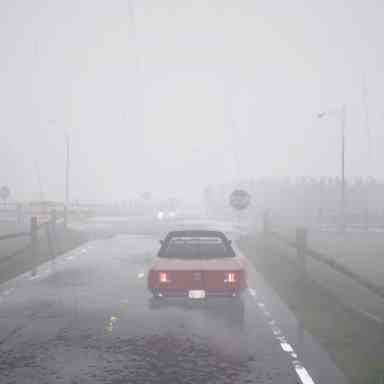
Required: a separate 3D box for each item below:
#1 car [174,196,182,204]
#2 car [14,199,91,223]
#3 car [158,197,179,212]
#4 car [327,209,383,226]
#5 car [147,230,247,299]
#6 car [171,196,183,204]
[{"bbox_3d":[-2.886,1.577,49.578,2.033,1.411,5.357,0,0,0],"label":"car"},{"bbox_3d":[-9.535,1.271,23.001,5.008,1.535,1.882,1,-1,0],"label":"car"},{"bbox_3d":[-2.888,1.582,39.326,1.994,1.385,4.181,0,0,-1],"label":"car"},{"bbox_3d":[12.951,1.955,25.819,4.718,1.301,1.895,1,-1,2],"label":"car"},{"bbox_3d":[0.094,1.602,8.376,1.895,1.301,4.718,0,0,0],"label":"car"},{"bbox_3d":[-2.854,1.524,63.620,1.882,1.535,5.008,0,0,1],"label":"car"}]
